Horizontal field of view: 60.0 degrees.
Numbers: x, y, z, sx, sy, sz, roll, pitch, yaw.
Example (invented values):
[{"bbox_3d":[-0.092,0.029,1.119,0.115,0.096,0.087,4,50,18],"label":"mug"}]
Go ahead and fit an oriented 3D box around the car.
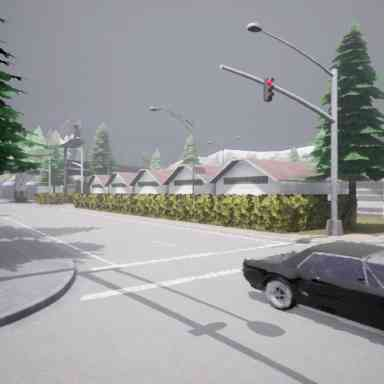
[{"bbox_3d":[3.151,1.625,5.744,1.895,1.301,4.718,0,0,-36],"label":"car"}]
